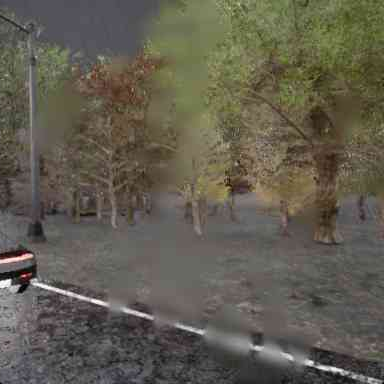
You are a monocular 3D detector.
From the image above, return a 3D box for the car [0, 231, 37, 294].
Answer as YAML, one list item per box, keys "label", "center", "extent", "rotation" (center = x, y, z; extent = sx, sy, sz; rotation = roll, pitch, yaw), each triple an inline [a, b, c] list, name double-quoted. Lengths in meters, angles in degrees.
- label: "car"
  center: [-5.568, 1.563, 7.773]
  extent: [4.902, 1.511, 2.128]
  rotation: [0, -1, 36]
